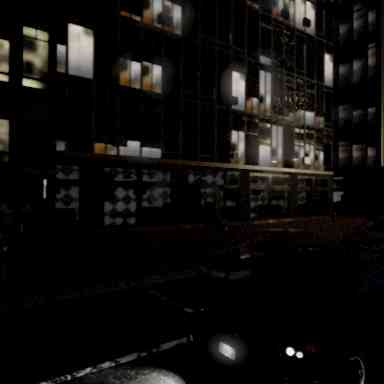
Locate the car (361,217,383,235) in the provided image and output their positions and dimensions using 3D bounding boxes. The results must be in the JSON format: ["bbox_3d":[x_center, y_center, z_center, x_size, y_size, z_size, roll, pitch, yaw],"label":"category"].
[{"bbox_3d":[6.570,1.540,11.237,4.206,1.307,1.802,0,1,-36],"label":"car"}]

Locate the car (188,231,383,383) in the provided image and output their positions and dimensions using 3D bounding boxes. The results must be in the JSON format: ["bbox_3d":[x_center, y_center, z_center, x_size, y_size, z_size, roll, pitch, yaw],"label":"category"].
[{"bbox_3d":[2.007,1.549,4.807,4.181,1.385,1.994,0,0,-35],"label":"car"}]

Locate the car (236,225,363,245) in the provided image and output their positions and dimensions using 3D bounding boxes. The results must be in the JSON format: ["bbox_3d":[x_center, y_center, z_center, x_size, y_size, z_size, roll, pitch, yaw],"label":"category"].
[{"bbox_3d":[2.053,1.560,8.014,4.206,1.307,1.802,0,1,-36],"label":"car"}]
